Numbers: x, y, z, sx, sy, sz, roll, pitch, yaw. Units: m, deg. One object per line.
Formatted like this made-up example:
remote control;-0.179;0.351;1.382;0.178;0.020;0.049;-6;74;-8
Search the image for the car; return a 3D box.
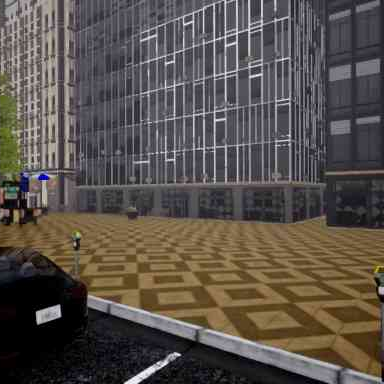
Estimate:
car;-3.482;1.566;5.371;4.313;1.339;1.947;0;0;36
